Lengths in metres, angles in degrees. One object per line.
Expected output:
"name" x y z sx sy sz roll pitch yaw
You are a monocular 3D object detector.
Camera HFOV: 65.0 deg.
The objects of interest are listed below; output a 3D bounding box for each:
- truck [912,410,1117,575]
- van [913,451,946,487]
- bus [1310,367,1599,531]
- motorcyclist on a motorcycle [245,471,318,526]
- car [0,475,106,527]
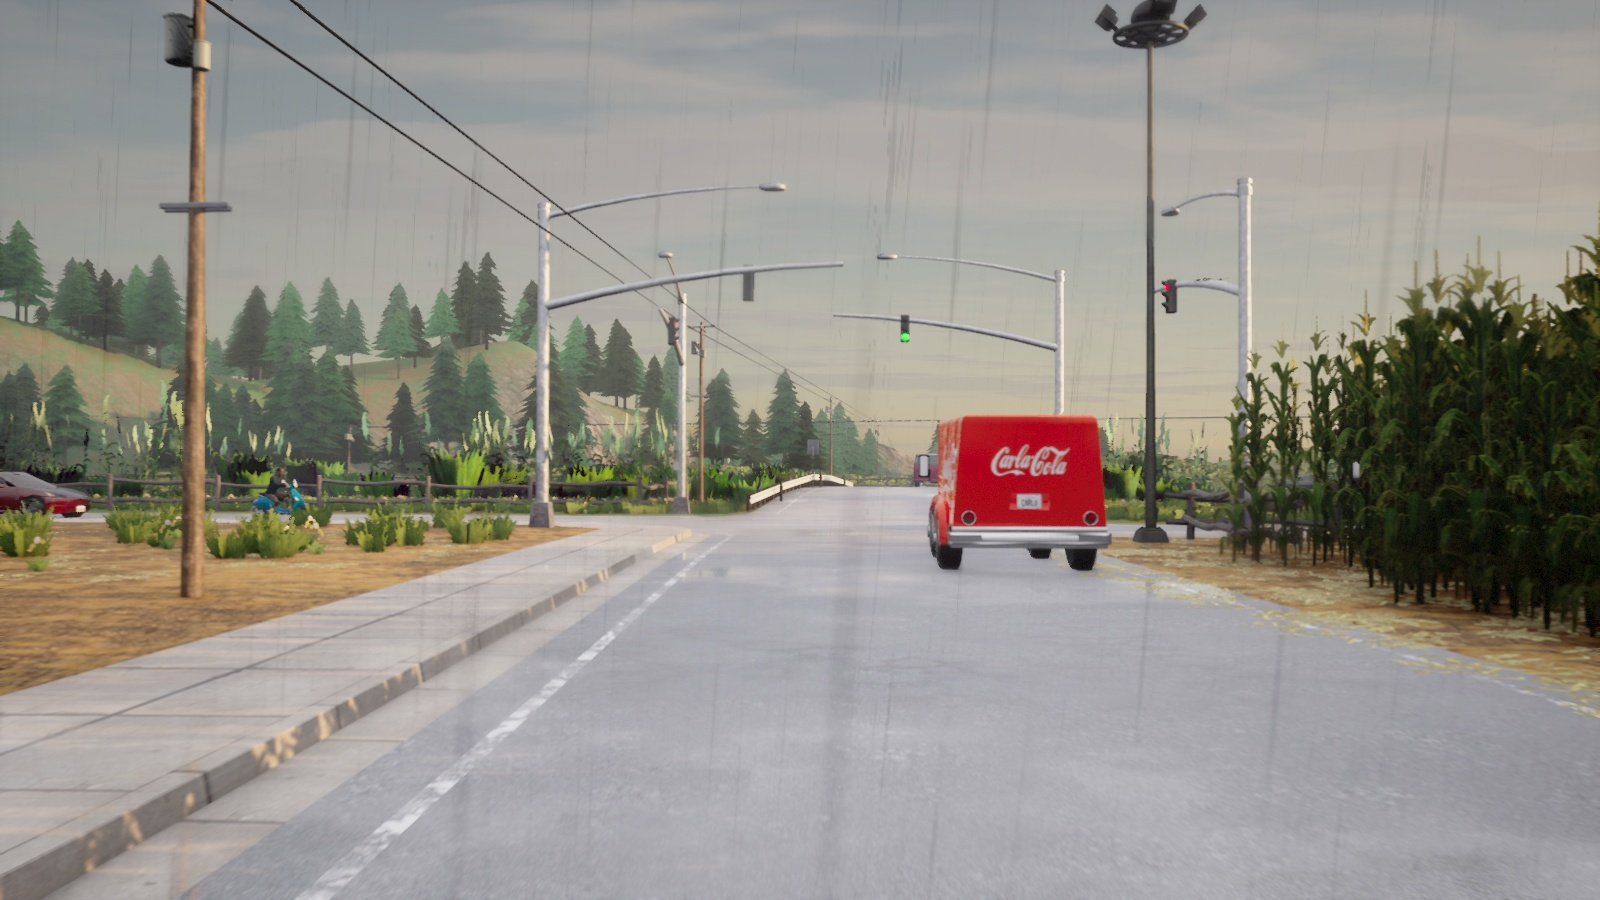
"truck" 3.470 0.681 21.533 2.627 2.467 5.204 0 -1 0
"van" 7.733 1.170 74.808 1.775 1.987 4.442 0 -2 8
"bus" 20.486 -0.036 35.687 10.273 4.253 3.944 -1 -1 0
"motorcyclist on a motorcycle" -15.314 1.427 37.119 1.817 1.590 0.866 0 -1 3
"car" -23.724 1.514 37.529 4.792 1.488 2.163 0 -1 3
